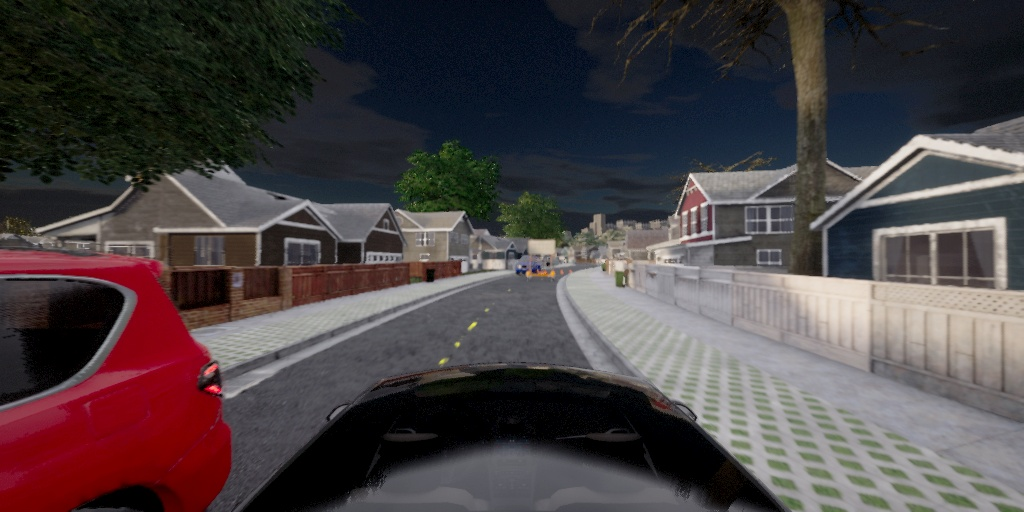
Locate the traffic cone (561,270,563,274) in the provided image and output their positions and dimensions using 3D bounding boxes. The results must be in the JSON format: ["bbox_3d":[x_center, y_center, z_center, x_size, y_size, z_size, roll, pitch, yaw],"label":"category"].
[{"bbox_3d":[6.009,1.839,43.231,0.340,0.580,0.340,0,0,12],"label":"traffic cone"}]

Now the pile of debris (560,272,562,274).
[{"bbox_3d":[3.968,2.023,37.529,1.860,0.140,1.500,0,0,12],"label":"pile of debris"}]

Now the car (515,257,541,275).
[{"bbox_3d":[1.896,1.093,40.832,2.150,2.045,5.566,0,0,13],"label":"car"}]

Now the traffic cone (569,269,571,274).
[{"bbox_3d":[6.987,1.838,43.027,0.340,0.580,0.340,0,0,12],"label":"traffic cone"}]

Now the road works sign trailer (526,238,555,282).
[{"bbox_3d":[2.538,0.293,30.676,2.380,3.560,2.880,0,0,12],"label":"road works sign trailer"}]
